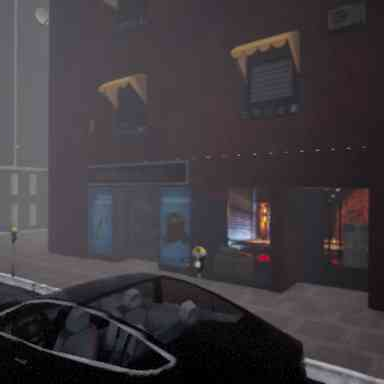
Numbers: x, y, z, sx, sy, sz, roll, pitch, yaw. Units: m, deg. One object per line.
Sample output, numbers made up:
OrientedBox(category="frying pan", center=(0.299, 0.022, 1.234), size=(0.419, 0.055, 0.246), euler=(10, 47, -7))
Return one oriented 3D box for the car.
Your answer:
OrientedBox(category="car", center=(-0.986, 1.585, 3.566), size=(4.313, 1.339, 1.947), euler=(0, 0, 36))
